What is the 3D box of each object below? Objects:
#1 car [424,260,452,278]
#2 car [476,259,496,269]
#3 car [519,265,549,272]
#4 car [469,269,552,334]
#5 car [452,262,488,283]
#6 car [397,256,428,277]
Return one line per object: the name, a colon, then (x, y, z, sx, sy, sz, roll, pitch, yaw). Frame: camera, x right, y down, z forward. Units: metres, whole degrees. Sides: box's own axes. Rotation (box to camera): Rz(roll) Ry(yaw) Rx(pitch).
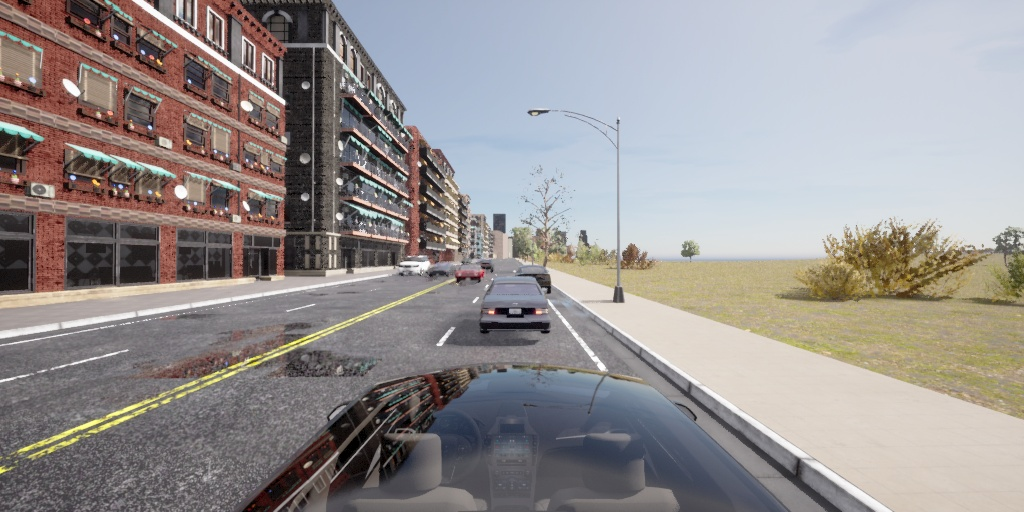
car: (-6.647, 1.299, 34.636, 2.033, 1.411, 5.357, 0, 0, 0)
car: (-3.211, 1.251, 45.504, 1.837, 1.490, 4.892, 0, -2, 0)
car: (1.109, 1.230, 20.396, 1.882, 1.535, 5.008, 0, 0, 0)
car: (0.089, 1.299, 10.632, 2.033, 1.411, 5.357, 0, 0, 0)
car: (-3.186, 1.353, 28.076, 1.895, 1.301, 4.718, 0, 0, 0)
car: (-9.902, 0.973, 36.688, 2.150, 2.045, 5.566, 0, 0, 0)
